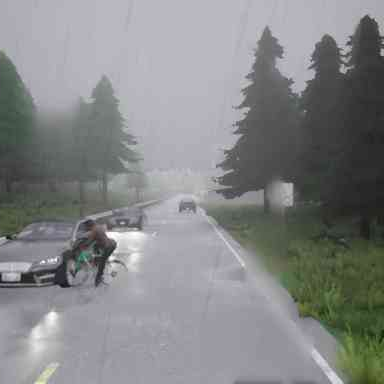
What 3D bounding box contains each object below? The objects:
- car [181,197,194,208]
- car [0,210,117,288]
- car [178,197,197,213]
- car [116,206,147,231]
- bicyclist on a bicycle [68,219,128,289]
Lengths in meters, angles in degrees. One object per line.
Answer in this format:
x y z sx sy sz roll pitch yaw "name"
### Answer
-0.714 1.477 49.360 1.882 1.535 5.008 0 0 -1 "car"
-3.758 1.490 9.310 2.128 1.511 4.902 0 0 -1 "car"
-0.514 1.505 37.772 1.837 1.490 4.892 0 0 -1 "car"
-3.915 1.564 20.565 1.994 1.385 4.181 0 0 -1 "car"
-2.320 1.488 7.933 1.656 1.620 0.582 3 0 -2 "bicyclist on a bicycle"
